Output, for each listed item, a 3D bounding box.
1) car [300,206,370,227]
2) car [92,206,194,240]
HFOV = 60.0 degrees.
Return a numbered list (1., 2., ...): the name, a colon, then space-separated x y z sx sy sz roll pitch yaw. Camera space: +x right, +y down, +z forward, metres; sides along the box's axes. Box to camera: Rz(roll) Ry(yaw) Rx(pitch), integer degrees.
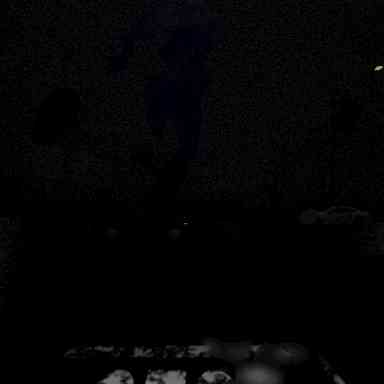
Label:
1. car: 10.130 1.716 23.631 4.674 1.442 1.812 0 1 0
2. car: -2.398 1.494 16.689 5.008 1.535 1.882 0 0 0
